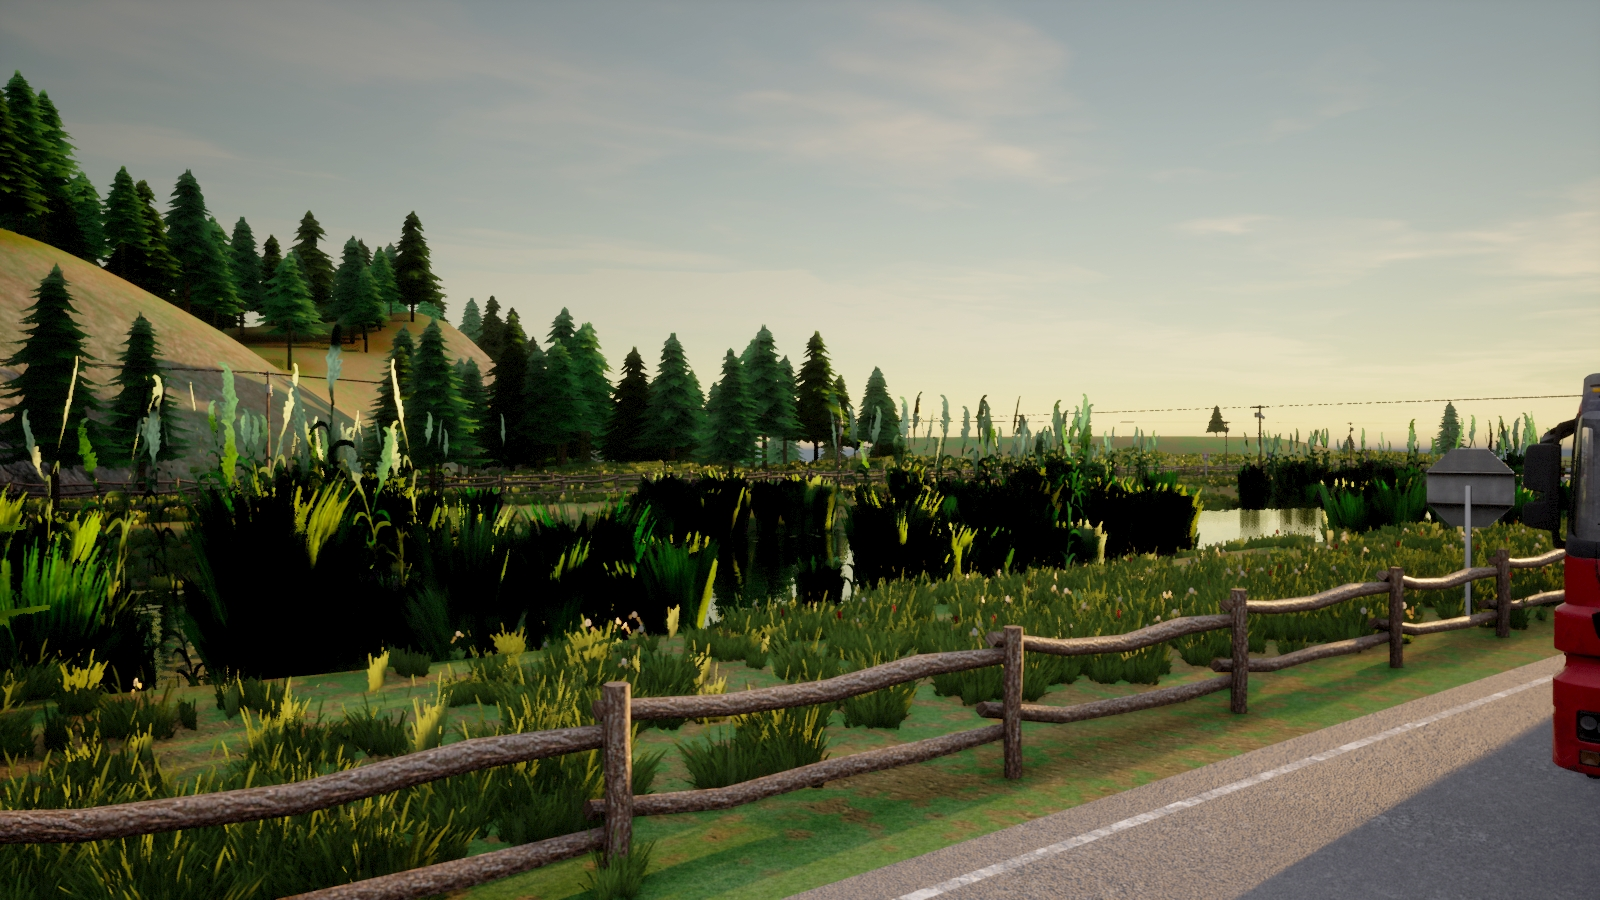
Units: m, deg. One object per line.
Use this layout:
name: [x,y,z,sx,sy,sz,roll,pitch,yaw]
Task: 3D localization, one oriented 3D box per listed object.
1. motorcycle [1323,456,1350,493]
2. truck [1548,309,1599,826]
motorcycle: [34.996,1.576,74.472,2.033,2.348,0.803,0,0,-39]
truck: [9.517,0.862,10.950,2.891,3.827,8.468,0,0,40]
